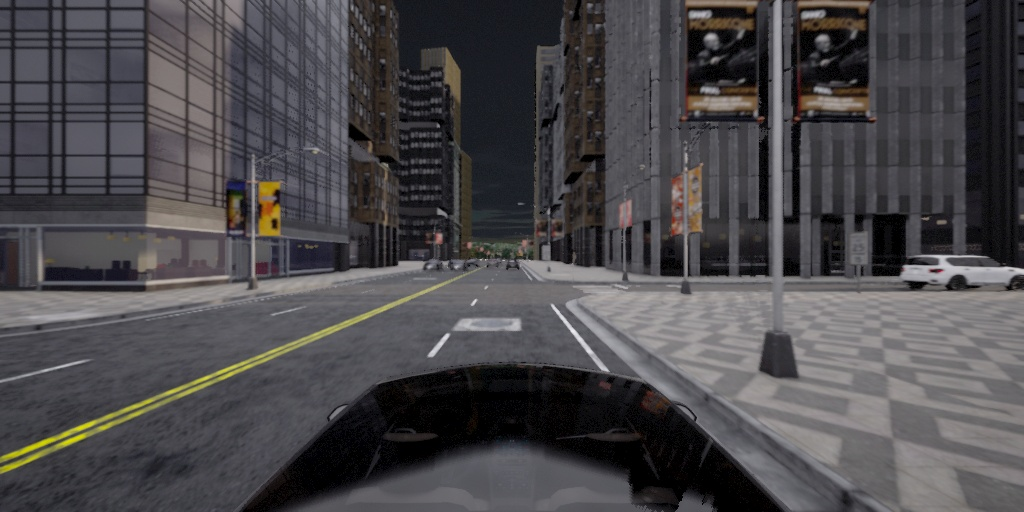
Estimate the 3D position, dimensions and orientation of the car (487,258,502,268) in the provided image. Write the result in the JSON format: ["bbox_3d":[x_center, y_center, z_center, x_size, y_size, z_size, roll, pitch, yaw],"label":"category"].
[{"bbox_3d":[-3.169,1.159,60.319,2.128,1.511,4.902,0,0,0],"label":"car"}]

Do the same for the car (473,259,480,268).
[{"bbox_3d":[-6.518,1.213,60.748,2.033,1.411,5.357,0,0,1],"label":"car"}]

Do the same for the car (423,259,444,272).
[{"bbox_3d":[-9.827,1.192,44.979,2.128,1.511,4.902,0,0,0],"label":"car"}]

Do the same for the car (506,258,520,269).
[{"bbox_3d":[0.107,1.209,53.124,1.812,1.442,4.674,0,0,0],"label":"car"}]

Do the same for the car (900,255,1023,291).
[{"bbox_3d":[25.585,0.965,20.381,5.566,2.045,2.150,0,0,0],"label":"car"}]

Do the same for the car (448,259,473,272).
[{"bbox_3d":[-6.580,1.192,45.057,2.128,1.511,4.902,0,0,0],"label":"car"}]
